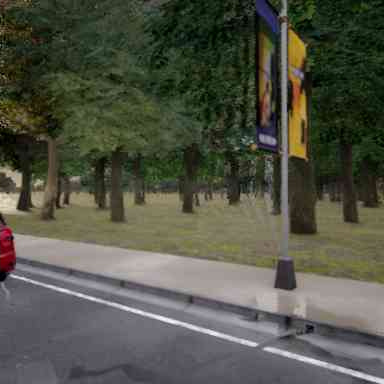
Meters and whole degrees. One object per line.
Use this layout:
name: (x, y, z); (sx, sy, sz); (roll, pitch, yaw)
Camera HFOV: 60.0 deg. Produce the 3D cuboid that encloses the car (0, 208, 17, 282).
car: (-6.688, 1.255, 8.444); (5.566, 2.045, 2.150); (0, 0, 35)
